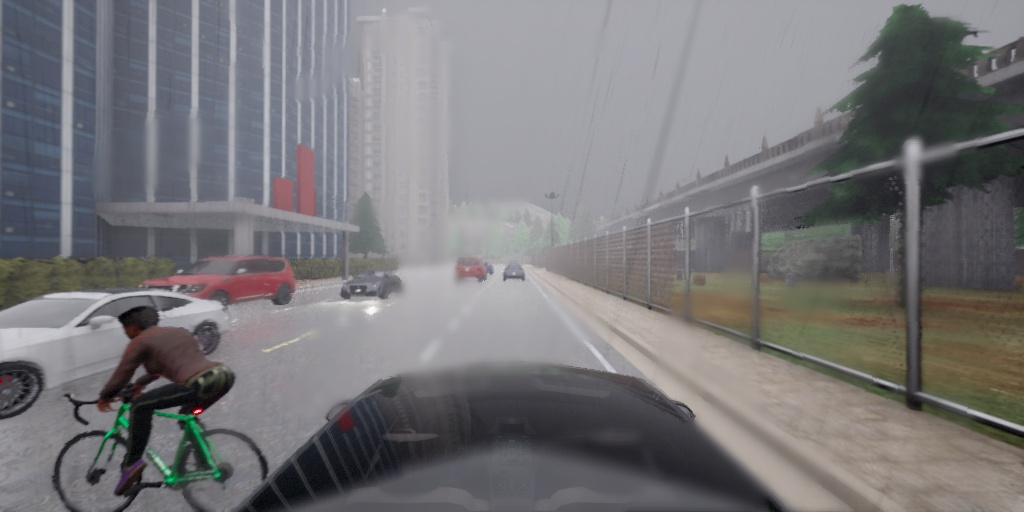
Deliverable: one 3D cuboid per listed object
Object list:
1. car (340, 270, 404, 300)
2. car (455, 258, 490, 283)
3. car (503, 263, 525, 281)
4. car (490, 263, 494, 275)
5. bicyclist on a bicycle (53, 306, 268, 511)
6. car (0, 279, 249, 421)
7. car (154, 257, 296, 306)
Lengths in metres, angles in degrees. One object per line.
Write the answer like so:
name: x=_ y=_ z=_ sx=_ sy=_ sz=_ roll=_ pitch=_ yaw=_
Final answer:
car: x=-7.030 y=1.415 z=18.425 sx=1.994 sy=1.385 sz=4.181 roll=0 pitch=0 yaw=1
car: x=-3.341 y=1.146 z=30.079 sx=2.150 sy=2.045 sz=5.566 roll=0 pitch=0 yaw=1
car: x=0.181 y=1.506 z=33.197 sx=1.994 sy=1.385 sz=4.181 roll=0 pitch=0 yaw=1
car: x=-3.296 y=1.487 z=44.372 sx=1.882 sy=1.535 sz=5.008 roll=0 pitch=0 yaw=1
bicyclist on a bicycle: x=-2.691 y=1.208 z=2.745 sx=1.656 sy=1.620 sz=0.582 roll=0 pitch=0 yaw=0
car: x=-7.082 y=1.300 z=5.972 sx=1.812 sy=1.442 sz=4.674 roll=0 pitch=0 yaw=0
car: x=-10.529 y=1.042 z=13.398 sx=2.150 sy=2.045 sz=5.566 roll=0 pitch=0 yaw=1
